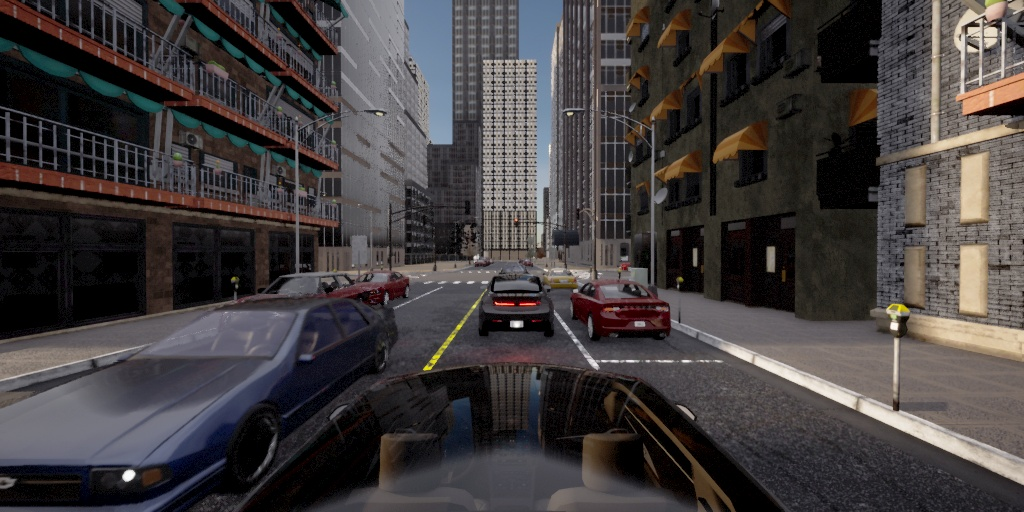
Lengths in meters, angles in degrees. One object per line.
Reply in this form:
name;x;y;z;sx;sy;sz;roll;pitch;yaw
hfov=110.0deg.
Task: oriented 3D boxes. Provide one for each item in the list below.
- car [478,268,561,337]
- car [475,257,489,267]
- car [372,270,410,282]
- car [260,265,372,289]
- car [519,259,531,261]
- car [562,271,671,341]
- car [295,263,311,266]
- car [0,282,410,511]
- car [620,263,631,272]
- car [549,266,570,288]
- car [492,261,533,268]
car;0.108;1.253;10.323;1.837;1.490;4.892;0;0;0
car;-5.627;1.291;64.354;1.888;1.381;4.507;0;0;0
car;-5.678;1.293;15.317;1.888;1.381;4.507;0;0;0
car;-5.684;1.188;9.793;1.967;1.591;4.097;0;0;0
car;2.753;1.185;64.344;1.967;1.591;4.097;0;0;0
car;2.698;1.294;9.771;1.888;1.381;4.507;0;0;0
car;-23.796;1.494;39.666;4.097;1.591;1.967;0;0;0
car;-3.094;1.296;4.770;2.033;1.411;5.357;0;0;0
car;14.301;1.005;39.948;4.507;1.381;1.888;0;0;0
car;2.709;1.272;20.988;1.751;1.417;4.829;0;0;0
car;0.118;1.239;20.456;2.128;1.511;4.902;0;0;0
